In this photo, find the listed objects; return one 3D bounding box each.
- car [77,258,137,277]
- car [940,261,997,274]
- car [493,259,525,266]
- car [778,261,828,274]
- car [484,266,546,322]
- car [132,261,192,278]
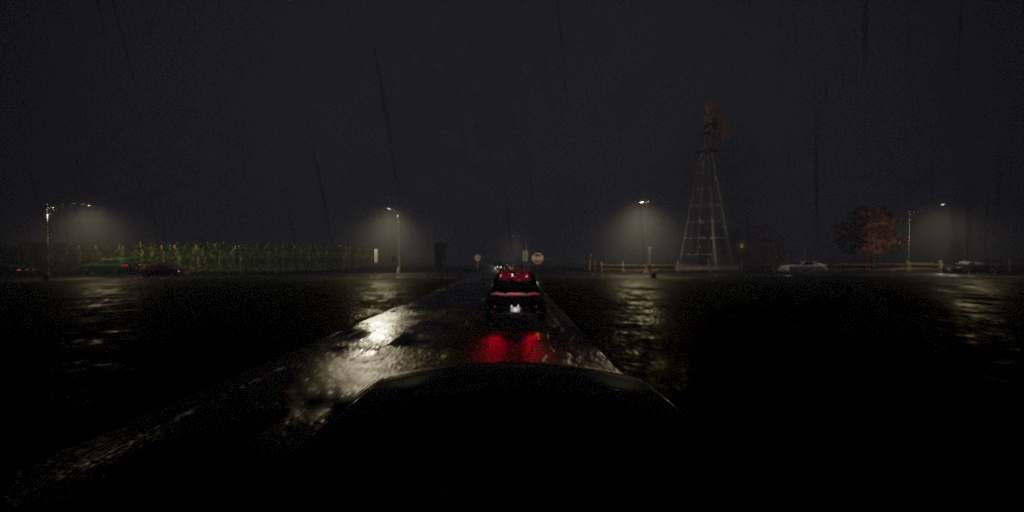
[{"bbox_3d":[-45.583,1.252,40.669,5.566,2.045,2.150,0,1,-1],"label":"car"},{"bbox_3d":[49.379,1.245,38.813,4.181,1.385,1.994,0,1,3],"label":"car"},{"bbox_3d":[0.115,1.178,23.384,2.097,1.767,4.553,0,0,1],"label":"car"},{"bbox_3d":[32.145,1.265,39.674,4.674,1.442,1.812,0,1,2],"label":"car"},{"bbox_3d":[0.099,1.281,12.396,2.128,1.511,4.902,0,0,0],"label":"car"},{"bbox_3d":[-36.607,1.548,37.887,4.674,1.442,1.812,0,1,0],"label":"car"}]
